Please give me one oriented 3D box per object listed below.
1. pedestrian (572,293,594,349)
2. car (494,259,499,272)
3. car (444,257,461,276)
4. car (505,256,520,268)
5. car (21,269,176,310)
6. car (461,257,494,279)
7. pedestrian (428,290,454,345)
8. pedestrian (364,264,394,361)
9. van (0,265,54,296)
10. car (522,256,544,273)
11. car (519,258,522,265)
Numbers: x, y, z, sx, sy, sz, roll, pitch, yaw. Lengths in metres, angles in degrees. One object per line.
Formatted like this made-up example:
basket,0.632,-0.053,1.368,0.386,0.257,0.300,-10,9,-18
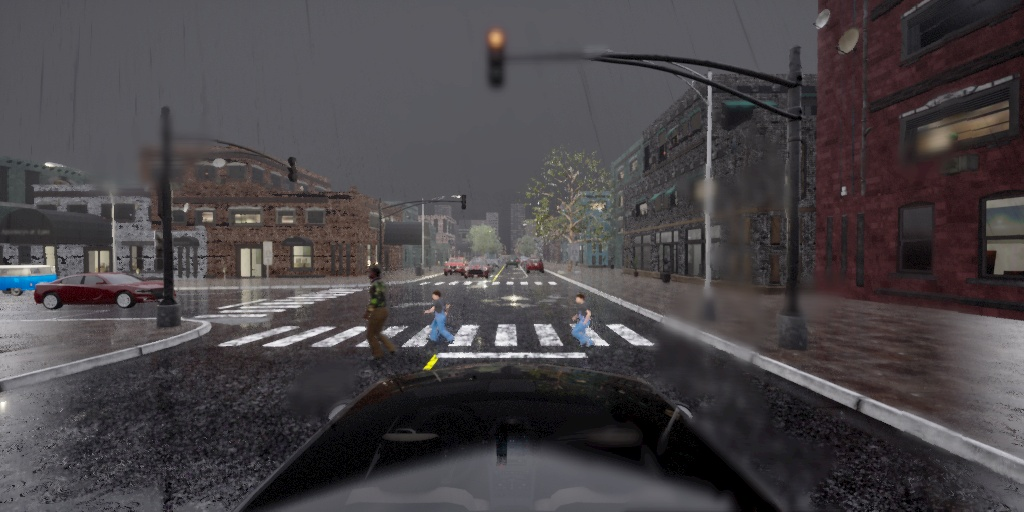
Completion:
pedestrian,1.556,1.323,7.677,0.375,1.300,0.375,-1,1,0
car,-3.086,1.232,43.752,2.128,1.511,4.902,0,0,0
car,-5.680,1.056,37.050,2.192,1.841,5.009,0,0,0
car,0.010,0.956,62.650,2.150,2.045,5.566,0,0,0
car,-18.057,1.475,16.071,5.008,1.535,1.882,-1,1,-1
car,-3.090,1.095,32.685,2.097,1.767,4.553,0,0,0
pedestrian,-1.605,1.331,8.140,0.375,1.300,0.375,-1,1,0
pedestrian,-2.546,1.043,6.784,0.375,1.860,0.375,-1,1,0
van,-30.293,1.457,21.737,3.998,1.789,1.690,0,0,-1
car,2.702,1.055,42.592,2.192,1.841,5.009,0,0,0
car,2.705,1.286,59.224,2.007,1.370,4.403,0,0,0
